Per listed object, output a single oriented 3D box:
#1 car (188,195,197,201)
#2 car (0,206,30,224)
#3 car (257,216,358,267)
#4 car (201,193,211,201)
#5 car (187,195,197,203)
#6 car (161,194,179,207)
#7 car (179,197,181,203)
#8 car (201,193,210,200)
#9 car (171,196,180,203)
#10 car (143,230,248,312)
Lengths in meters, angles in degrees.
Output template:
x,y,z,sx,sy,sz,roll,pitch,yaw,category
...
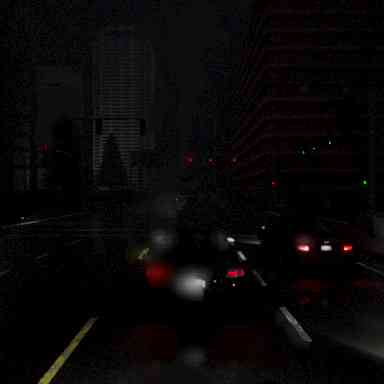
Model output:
x,y,z,sx,sy,sz,roll,pitch,yaw,category
0.066,1.534,81.417,2.033,1.411,5.357,0,0,0,car
-14.256,1.546,23.690,4.718,1.301,1.895,0,0,0,car
3.599,1.547,11.398,2.033,1.411,5.357,0,0,0,car
3.566,1.493,80.558,1.837,1.490,4.892,0,0,0,car
0.085,1.501,71.071,1.837,1.490,4.892,0,0,0,car
-3.554,1.491,50.726,2.128,1.511,4.902,0,0,0,car
-3.521,1.352,60.650,2.097,1.767,4.553,0,0,0,car
3.574,1.207,90.442,2.150,2.045,5.566,0,0,0,car
-3.443,1.524,70.629,1.812,1.442,4.674,0,0,0,car
0.075,1.564,7.778,1.994,1.385,4.181,0,0,0,car
